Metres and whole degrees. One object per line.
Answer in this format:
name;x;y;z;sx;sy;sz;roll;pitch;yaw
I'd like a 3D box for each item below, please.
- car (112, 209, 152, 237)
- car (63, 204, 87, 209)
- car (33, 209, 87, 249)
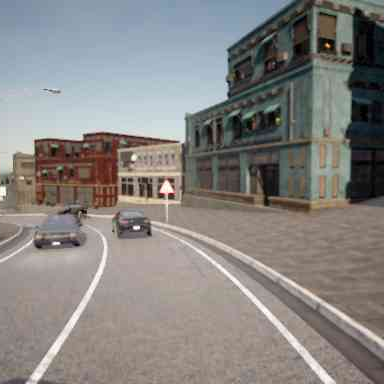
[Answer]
car;-3.534;1.689;19.089;1.812;1.442;4.674;-1;-1;-18
car;-13.249;2.145;36.892;1.882;1.535;5.008;-3;-2;-37
car;-6.307;1.759;16.091;2.033;1.411;5.357;-1;-1;-17
